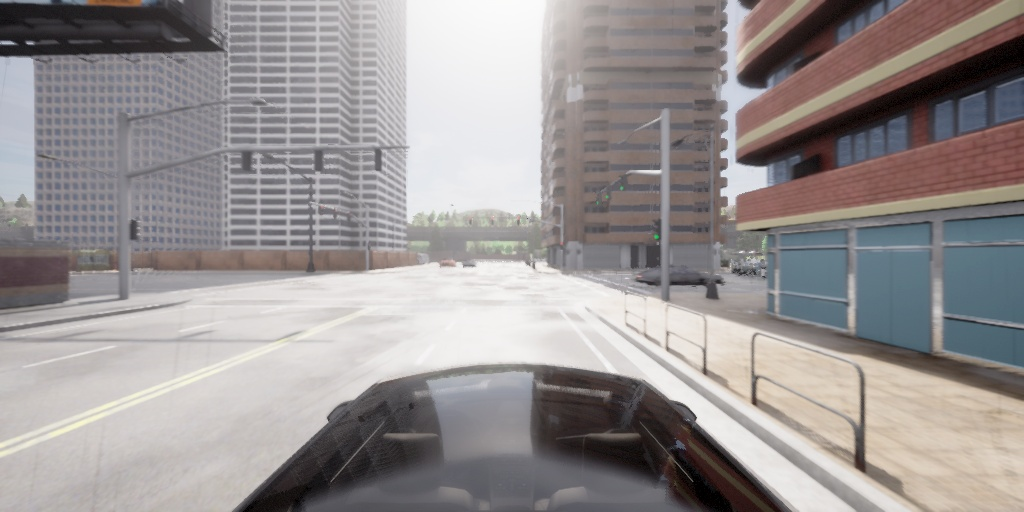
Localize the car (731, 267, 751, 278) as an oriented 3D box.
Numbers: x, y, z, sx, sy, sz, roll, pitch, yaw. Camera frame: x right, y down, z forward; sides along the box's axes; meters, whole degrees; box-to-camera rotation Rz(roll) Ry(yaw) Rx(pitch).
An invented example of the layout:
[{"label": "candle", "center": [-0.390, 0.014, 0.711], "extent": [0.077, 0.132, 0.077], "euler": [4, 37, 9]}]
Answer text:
[{"label": "car", "center": [23.077, 1.303, 33.249], "extent": [4.718, 1.301, 1.895], "euler": [0, 0, 1]}]

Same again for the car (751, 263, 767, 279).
[{"label": "car", "center": [23.552, 0.931, 29.739], "extent": [5.566, 2.045, 2.150], "euler": [0, 0, 1]}]

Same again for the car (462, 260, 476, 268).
[{"label": "car", "center": [-7.022, 1.264, 59.071], "extent": [1.895, 1.301, 4.718], "euler": [0, 0, 1]}]

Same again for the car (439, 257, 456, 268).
[{"label": "car", "center": [-10.526, 1.015, 58.880], "extent": [2.097, 1.767, 4.553], "euler": [0, 0, 1]}]

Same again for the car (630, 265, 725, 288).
[{"label": "car", "center": [10.393, 1.291, 22.770], "extent": [5.357, 1.411, 2.033], "euler": [0, 0, 0]}]
